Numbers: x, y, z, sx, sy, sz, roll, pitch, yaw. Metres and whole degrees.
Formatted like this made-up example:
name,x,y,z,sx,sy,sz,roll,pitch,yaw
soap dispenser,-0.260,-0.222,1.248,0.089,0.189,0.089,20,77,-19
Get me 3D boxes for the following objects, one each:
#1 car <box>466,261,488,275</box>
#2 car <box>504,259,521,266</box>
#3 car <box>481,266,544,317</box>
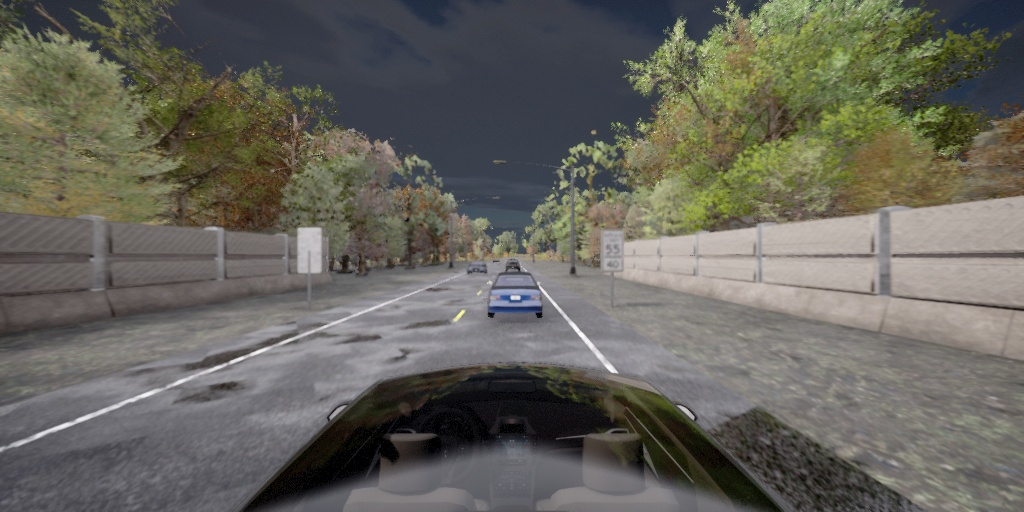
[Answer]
name,x,y,z,sx,sy,sz,roll,pitch,yaw
car,-3.585,1.243,37.727,1.994,1.385,4.181,0,0,0
car,0.102,1.160,45.161,1.837,1.490,4.892,0,0,0
car,0.101,1.280,13.131,2.033,1.411,5.357,0,0,0
